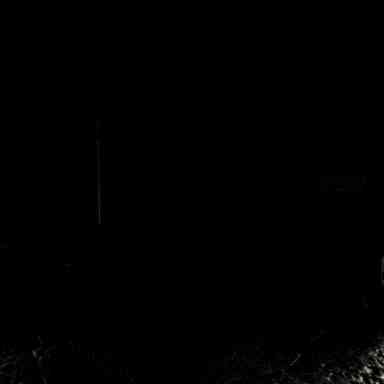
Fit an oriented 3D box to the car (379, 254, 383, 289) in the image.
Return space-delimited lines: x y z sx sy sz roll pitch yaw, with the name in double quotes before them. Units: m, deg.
"car" 6.003 1.039 6.661 5.566 2.045 2.150 -2 4 -37
